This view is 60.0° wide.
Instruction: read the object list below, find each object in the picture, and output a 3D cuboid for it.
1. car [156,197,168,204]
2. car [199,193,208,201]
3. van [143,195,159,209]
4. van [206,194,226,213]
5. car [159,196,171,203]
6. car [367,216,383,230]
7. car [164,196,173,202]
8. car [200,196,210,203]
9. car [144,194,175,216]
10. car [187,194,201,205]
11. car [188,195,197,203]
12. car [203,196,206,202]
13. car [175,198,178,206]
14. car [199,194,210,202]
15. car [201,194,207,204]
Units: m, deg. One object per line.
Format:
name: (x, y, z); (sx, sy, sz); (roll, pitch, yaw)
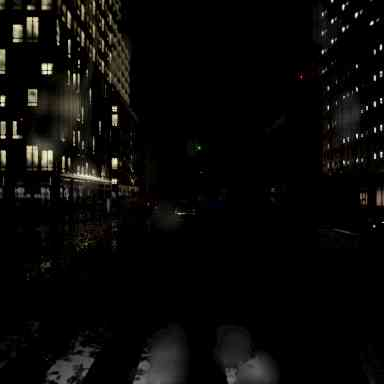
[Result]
car: (-5.652, 1.564, 63.568); (1.947, 1.339, 4.313); (0, 0, 0)
car: (2.833, 1.309, 85.687); (2.192, 1.841, 5.009); (0, 0, 0)
van: (-5.727, 1.340, 46.951); (1.690, 1.788, 3.998); (0, 0, 0)
van: (2.715, 1.340, 35.837); (1.690, 1.788, 3.998); (0, 0, 0)
car: (-5.626, 1.548, 69.107); (2.008, 1.369, 4.403); (0, 0, 0)
car: (13.589, 1.680, 19.999); (5.357, 1.411, 2.033); (0, 0, -1)
car: (-5.574, 1.577, 80.186); (1.802, 1.307, 4.206); (0, 0, 0)
car: (2.754, 1.542, 69.069); (1.887, 1.381, 4.507); (0, 0, 0)
car: (-3.200, 1.222, 33.527); (2.150, 2.045, 5.566); (0, 0, 0)
car: (0.111, 1.476, 58.405); (1.882, 1.535, 5.008); (0, 0, 0)
car: (0.098, 1.498, 73.110); (1.837, 1.490, 4.892); (0, 0, 0)
car: (2.650, 1.544, 41.376); (1.887, 1.381, 4.507); (0, 0, 0)
car: (-3.155, 1.525, 43.306); (1.812, 1.442, 4.674); (0, 0, 0)
car: (2.781, 1.311, 74.609); (2.192, 1.841, 5.009); (0, 0, 0)
car: (2.730, 1.313, 63.530); (2.192, 1.841, 5.009); (0, 0, 0)
